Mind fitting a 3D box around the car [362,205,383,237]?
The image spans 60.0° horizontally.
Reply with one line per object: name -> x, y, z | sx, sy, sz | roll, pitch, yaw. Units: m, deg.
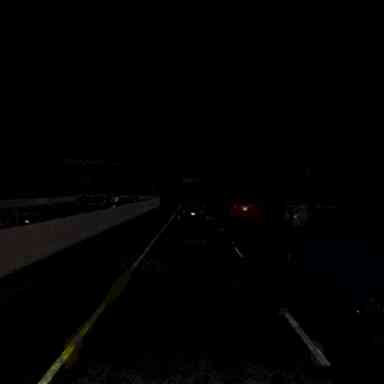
car -> 10.592, 1.483, 16.325 | 1.882, 1.535, 5.008 | 0, 0, 0

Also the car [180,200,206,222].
car -> 0.086, 1.575, 26.222 | 1.994, 1.385, 4.181 | 0, 0, 0

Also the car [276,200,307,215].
car -> 10.583, 1.614, 35.588 | 1.895, 1.301, 4.718 | 0, 0, 0

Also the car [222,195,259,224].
car -> 3.587, 1.232, 25.220 | 2.150, 2.045, 5.566 | 0, 0, 0

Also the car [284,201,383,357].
car -> 3.597, 1.224, 6.134 | 2.150, 2.045, 5.566 | 0, 0, 0

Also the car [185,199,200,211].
car -> 0.060, 1.619, 43.063 | 1.895, 1.301, 4.718 | 0, 0, 0

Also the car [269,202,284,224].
car -> 7.089, 1.535, 24.973 | 1.812, 1.442, 4.674 | 0, 0, 0

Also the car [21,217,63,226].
car -> -10.611, 1.613, 23.582 | 1.895, 1.301, 4.718 | 0, 0, 0
